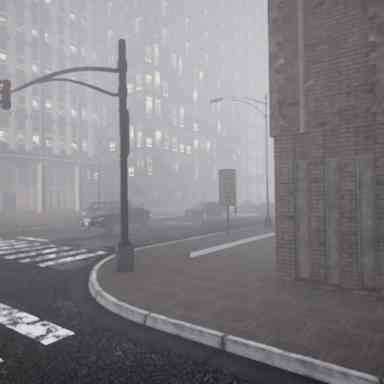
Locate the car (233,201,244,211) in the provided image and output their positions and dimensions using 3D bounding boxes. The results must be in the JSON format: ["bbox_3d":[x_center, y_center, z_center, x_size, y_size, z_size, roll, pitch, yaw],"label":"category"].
[{"bbox_3d":[6.829,1.679,41.416,1.752,1.417,4.829,-1,-1,36],"label":"car"}]

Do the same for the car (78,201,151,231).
[{"bbox_3d":[-4.652,1.550,21.004,2.128,1.511,4.902,-1,-1,34],"label":"car"}]

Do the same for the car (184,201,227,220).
[{"bbox_3d":[1.282,1.555,29.247,1.882,1.535,5.008,-1,-1,36],"label":"car"}]

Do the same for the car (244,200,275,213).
[{"bbox_3d":[8.357,1.703,39.073,1.895,1.301,4.718,-1,-1,36],"label":"car"}]

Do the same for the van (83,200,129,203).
[{"bbox_3d":[-6.026,1.451,23.521,1.690,1.788,3.998,-1,-1,36],"label":"van"}]
